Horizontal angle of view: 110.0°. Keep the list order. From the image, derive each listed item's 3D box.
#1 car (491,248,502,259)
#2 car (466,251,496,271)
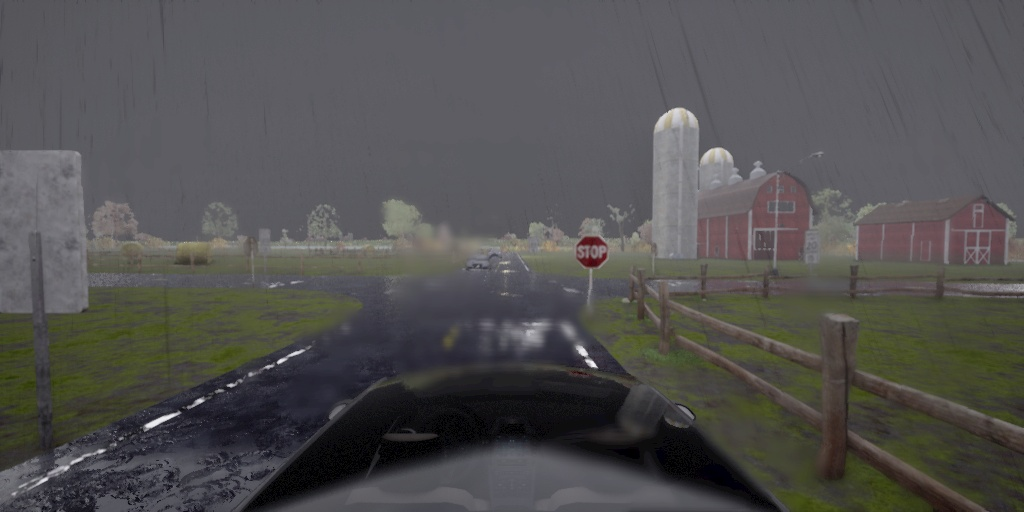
[{"bbox_3d":[-2.726,-0.470,58.967,2.097,1.767,4.553,0,2,0],"label":"car"},{"bbox_3d":[-2.738,0.566,30.746,1.994,1.385,4.181,0,2,0],"label":"car"}]
